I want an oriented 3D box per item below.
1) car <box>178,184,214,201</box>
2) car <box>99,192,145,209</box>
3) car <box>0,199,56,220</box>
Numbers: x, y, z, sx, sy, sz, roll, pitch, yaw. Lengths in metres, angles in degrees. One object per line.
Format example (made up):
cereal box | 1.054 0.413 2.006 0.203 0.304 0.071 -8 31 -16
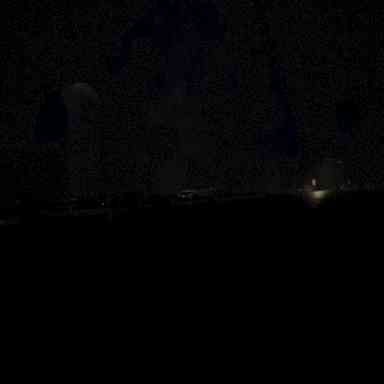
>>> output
car | 0.596 0.070 42.298 2.150 2.045 5.566 -1 1 36
car | -6.686 0.762 32.116 1.837 1.490 4.892 -1 1 36
car | -12.445 1.195 23.978 1.895 1.301 4.718 -1 1 34
